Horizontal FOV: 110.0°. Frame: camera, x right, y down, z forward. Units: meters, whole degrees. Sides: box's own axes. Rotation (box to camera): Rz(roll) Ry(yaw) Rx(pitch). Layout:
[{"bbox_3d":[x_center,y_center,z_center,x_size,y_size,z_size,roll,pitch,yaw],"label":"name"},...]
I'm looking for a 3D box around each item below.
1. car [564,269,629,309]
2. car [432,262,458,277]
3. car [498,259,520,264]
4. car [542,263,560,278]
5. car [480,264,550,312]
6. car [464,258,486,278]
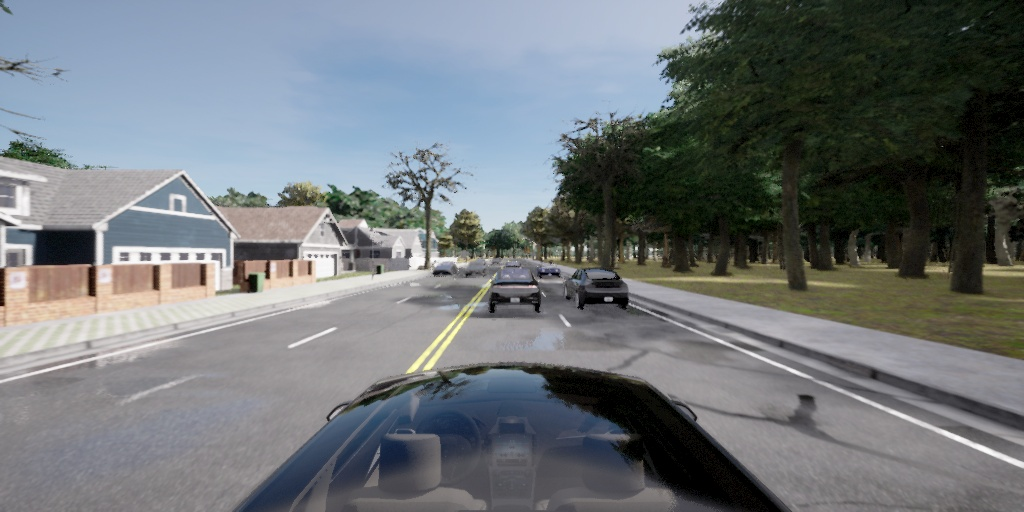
[{"bbox_3d":[3.350,1.250,14.871,1.837,1.490,4.892,0,0,0],"label":"car"},{"bbox_3d":[-6.597,1.280,36.062,2.033,1.411,5.357,0,0,0],"label":"car"},{"bbox_3d":[0.101,1.226,33.524,2.128,1.511,4.902,0,0,0],"label":"car"},{"bbox_3d":[3.350,1.335,33.827,1.895,1.301,4.718,0,0,0],"label":"car"},{"bbox_3d":[0.101,1.237,14.237,2.128,1.511,4.902,0,0,0],"label":"car"},{"bbox_3d":[-3.345,1.239,34.215,1.837,1.490,4.892,0,0,0],"label":"car"}]
